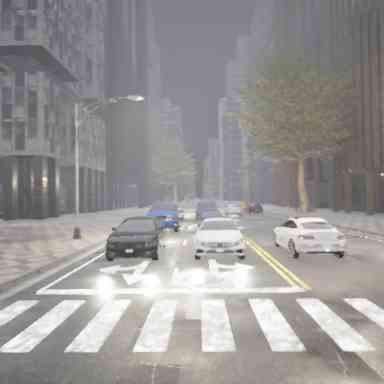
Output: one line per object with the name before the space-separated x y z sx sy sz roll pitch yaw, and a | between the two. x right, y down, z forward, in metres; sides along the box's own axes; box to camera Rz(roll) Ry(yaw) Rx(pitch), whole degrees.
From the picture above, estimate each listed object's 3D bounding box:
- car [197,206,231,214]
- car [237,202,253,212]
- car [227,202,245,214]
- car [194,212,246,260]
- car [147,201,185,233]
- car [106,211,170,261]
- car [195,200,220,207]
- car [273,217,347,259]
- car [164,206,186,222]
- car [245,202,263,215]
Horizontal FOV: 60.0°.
car | 1.331 1.979 23.421 2.033 1.411 5.357 -1 -1 1
car | 8.593 2.396 54.401 1.882 1.535 5.008 -1 -1 1
car | 5.194 2.258 42.128 1.812 1.442 4.674 -1 -1 1
car | 1.118 1.776 13.724 1.812 1.442 4.674 -1 -1 4
car | -1.917 1.709 23.829 2.150 2.045 5.566 -1 -1 1
car | -2.134 1.777 13.792 1.882 1.535 5.008 -1 -1 0
car | 1.565 1.853 34.035 2.150 2.045 5.566 -1 -1 1
car | 4.575 1.718 13.385 1.812 1.442 4.674 -1 -1 2
car | -1.684 2.207 34.149 1.812 1.442 4.674 -1 -1 2
car | 8.424 2.222 45.228 1.882 1.535 5.008 -1 -1 2
